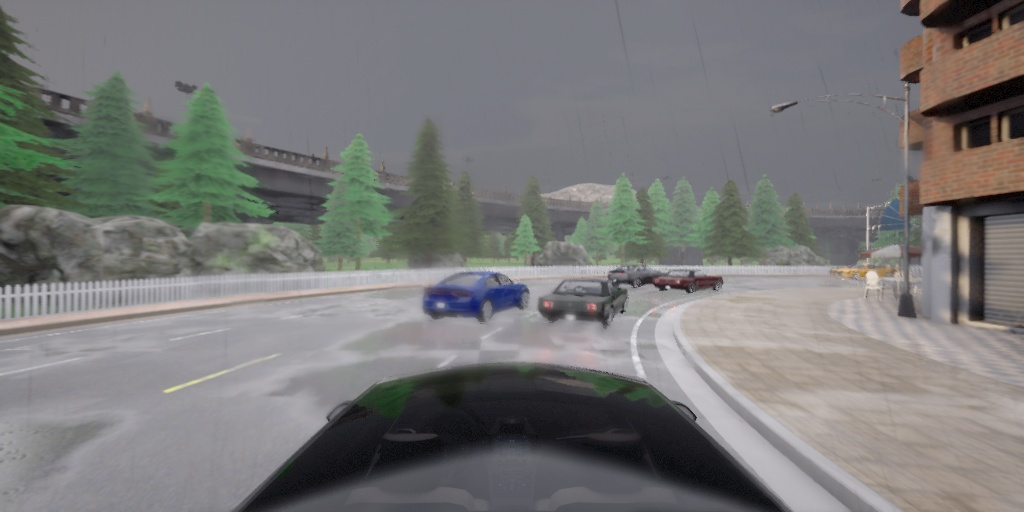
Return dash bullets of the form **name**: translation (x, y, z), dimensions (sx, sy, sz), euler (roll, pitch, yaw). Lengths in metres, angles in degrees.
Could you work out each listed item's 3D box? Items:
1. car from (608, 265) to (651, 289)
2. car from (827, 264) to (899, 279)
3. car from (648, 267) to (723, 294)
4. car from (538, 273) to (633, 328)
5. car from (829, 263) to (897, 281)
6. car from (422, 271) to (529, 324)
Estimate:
- **car**: translation (8.417, 1.329, 23.811), dimensions (4.902, 1.511, 2.128), euler (0, 0, -35)
- **car**: translation (35.608, 1.529, 36.446), dimensions (5.357, 1.411, 2.033), euler (0, 0, -1)
- **car**: translation (10.372, 1.440, 20.966), dimensions (4.718, 1.301, 1.895), euler (0, 0, -35)
- **car**: translation (2.550, 1.385, 11.701), dimensions (1.895, 1.301, 4.718), euler (0, 0, 26)
- **car**: translation (32.276, 1.436, 32.897), dimensions (5.008, 1.535, 1.882), euler (1, 0, -1)
- **car**: translation (-0.991, 1.249, 12.383), dimensions (1.882, 1.535, 5.008), euler (0, 0, 24)
